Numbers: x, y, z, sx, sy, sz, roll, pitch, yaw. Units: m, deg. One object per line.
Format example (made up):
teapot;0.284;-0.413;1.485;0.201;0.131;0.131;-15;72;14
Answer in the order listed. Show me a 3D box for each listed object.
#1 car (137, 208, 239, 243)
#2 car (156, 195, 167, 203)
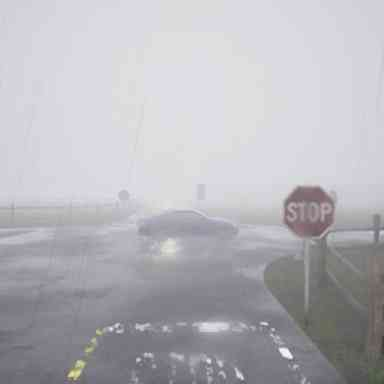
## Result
car;-0.183;1.491;15.321;4.674;1.442;1.812;0;0;-6
car;-6.208;1.390;67.511;1.812;1.442;4.674;0;0;-5
